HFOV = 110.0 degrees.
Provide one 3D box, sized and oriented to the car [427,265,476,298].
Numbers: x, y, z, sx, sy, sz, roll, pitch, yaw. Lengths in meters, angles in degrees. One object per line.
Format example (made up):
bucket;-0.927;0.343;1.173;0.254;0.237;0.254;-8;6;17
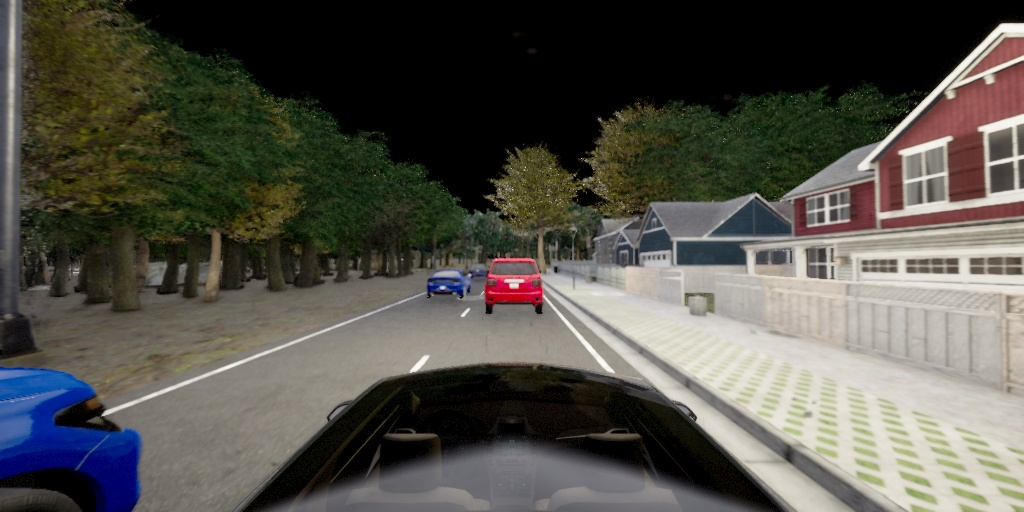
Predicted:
car;-3.412;1.450;20.182;1.882;1.535;5.008;0;-1;0

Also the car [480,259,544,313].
car;0.084;1.132;15.010;2.150;2.045;5.566;0;-1;0

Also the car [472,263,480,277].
car;-3.414;1.539;37.764;2.097;1.767;4.553;0;-1;0
